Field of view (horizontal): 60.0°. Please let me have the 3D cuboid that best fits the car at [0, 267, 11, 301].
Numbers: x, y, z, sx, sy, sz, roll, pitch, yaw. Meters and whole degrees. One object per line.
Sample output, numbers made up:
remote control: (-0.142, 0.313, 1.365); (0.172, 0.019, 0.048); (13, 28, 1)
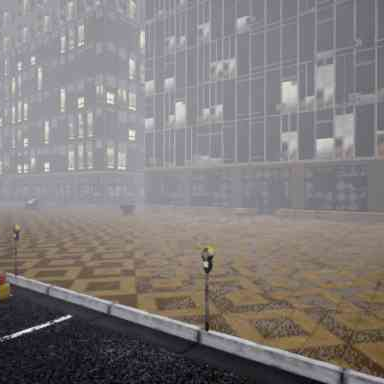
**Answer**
car: (-5.589, 1.526, 6.827); (4.829, 1.417, 1.752); (0, 0, 35)
